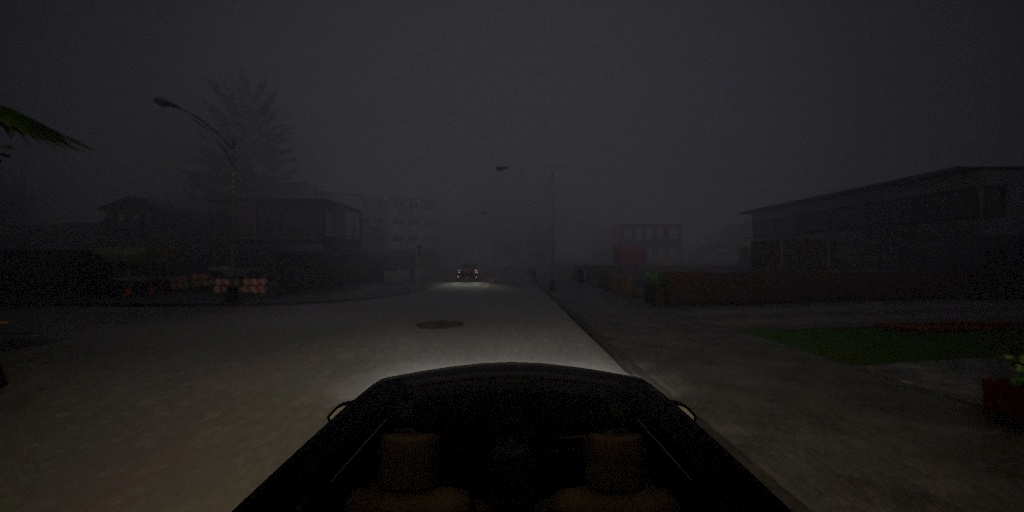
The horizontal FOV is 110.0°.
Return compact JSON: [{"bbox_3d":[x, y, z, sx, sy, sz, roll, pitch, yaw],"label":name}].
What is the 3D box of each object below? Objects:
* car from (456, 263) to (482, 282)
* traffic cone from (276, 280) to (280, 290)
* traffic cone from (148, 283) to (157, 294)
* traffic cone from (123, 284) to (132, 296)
[{"bbox_3d":[-3.993,1.427,34.008,2.097,1.767,4.553,0,-1,0],"label":"car"},{"bbox_3d":[-15.747,1.830,24.612,0.344,0.586,0.344,0,0,0],"label":"traffic cone"},{"bbox_3d":[-19.795,1.779,19.729,0.344,0.586,0.344,0,0,0],"label":"traffic cone"},{"bbox_3d":[-20.315,1.800,19.009,0.344,0.586,0.344,0,0,0],"label":"traffic cone"}]
